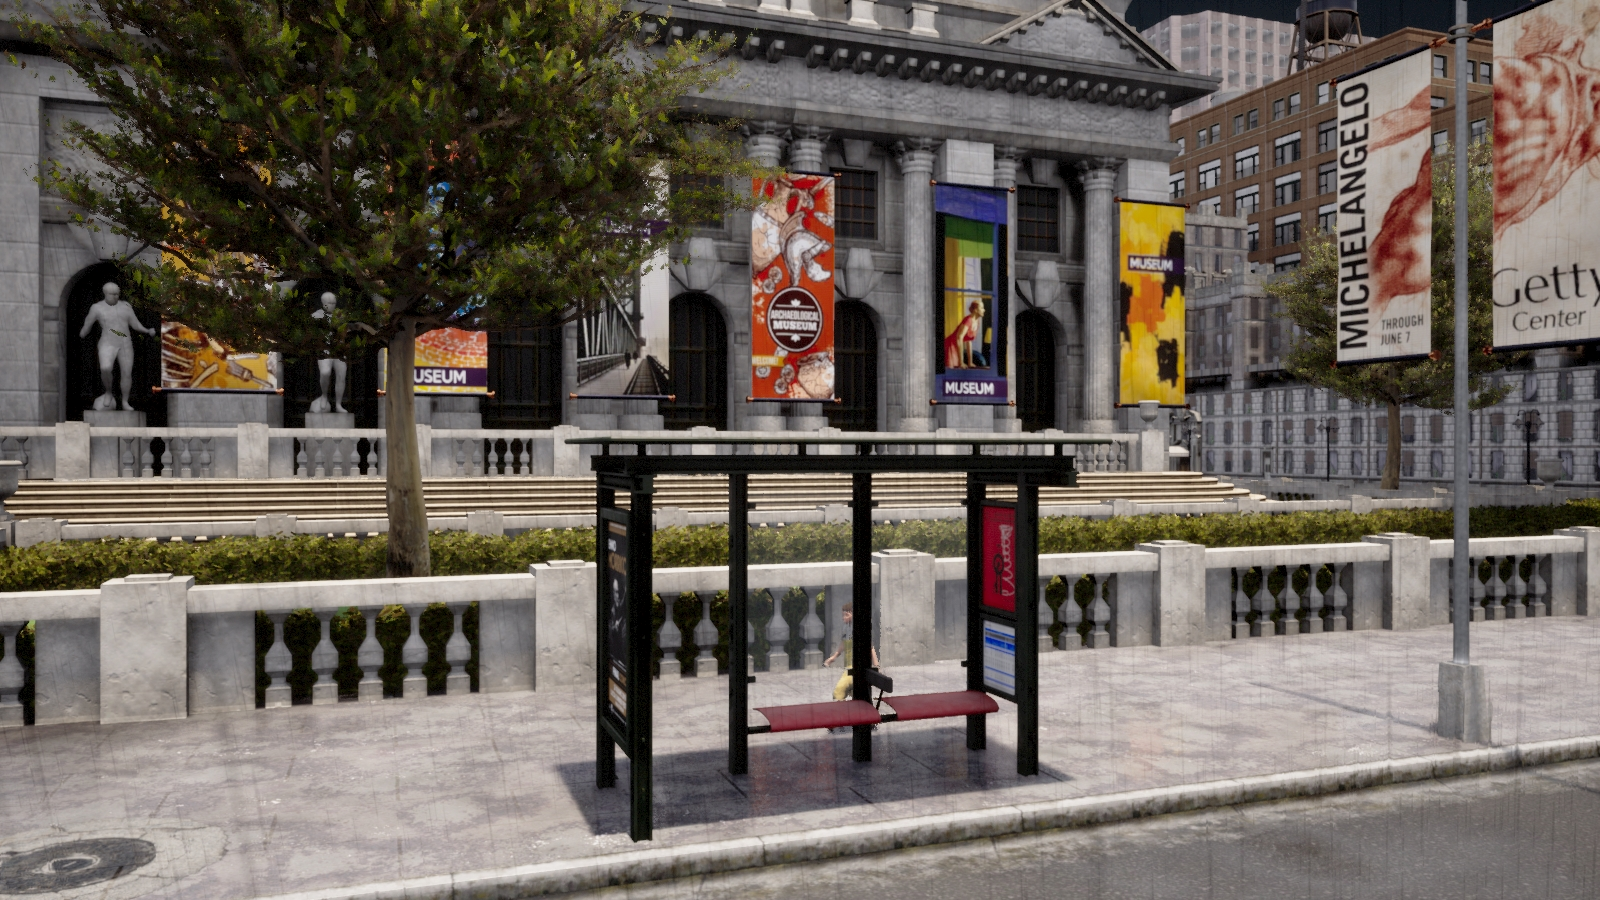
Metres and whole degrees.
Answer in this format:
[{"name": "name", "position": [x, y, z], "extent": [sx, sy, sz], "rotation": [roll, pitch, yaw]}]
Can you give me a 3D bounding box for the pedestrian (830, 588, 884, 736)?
[{"name": "pedestrian", "position": [0.534, 1.978, 10.755], "extent": [0.375, 1.300, 0.375], "rotation": [0, 0, -25]}]
